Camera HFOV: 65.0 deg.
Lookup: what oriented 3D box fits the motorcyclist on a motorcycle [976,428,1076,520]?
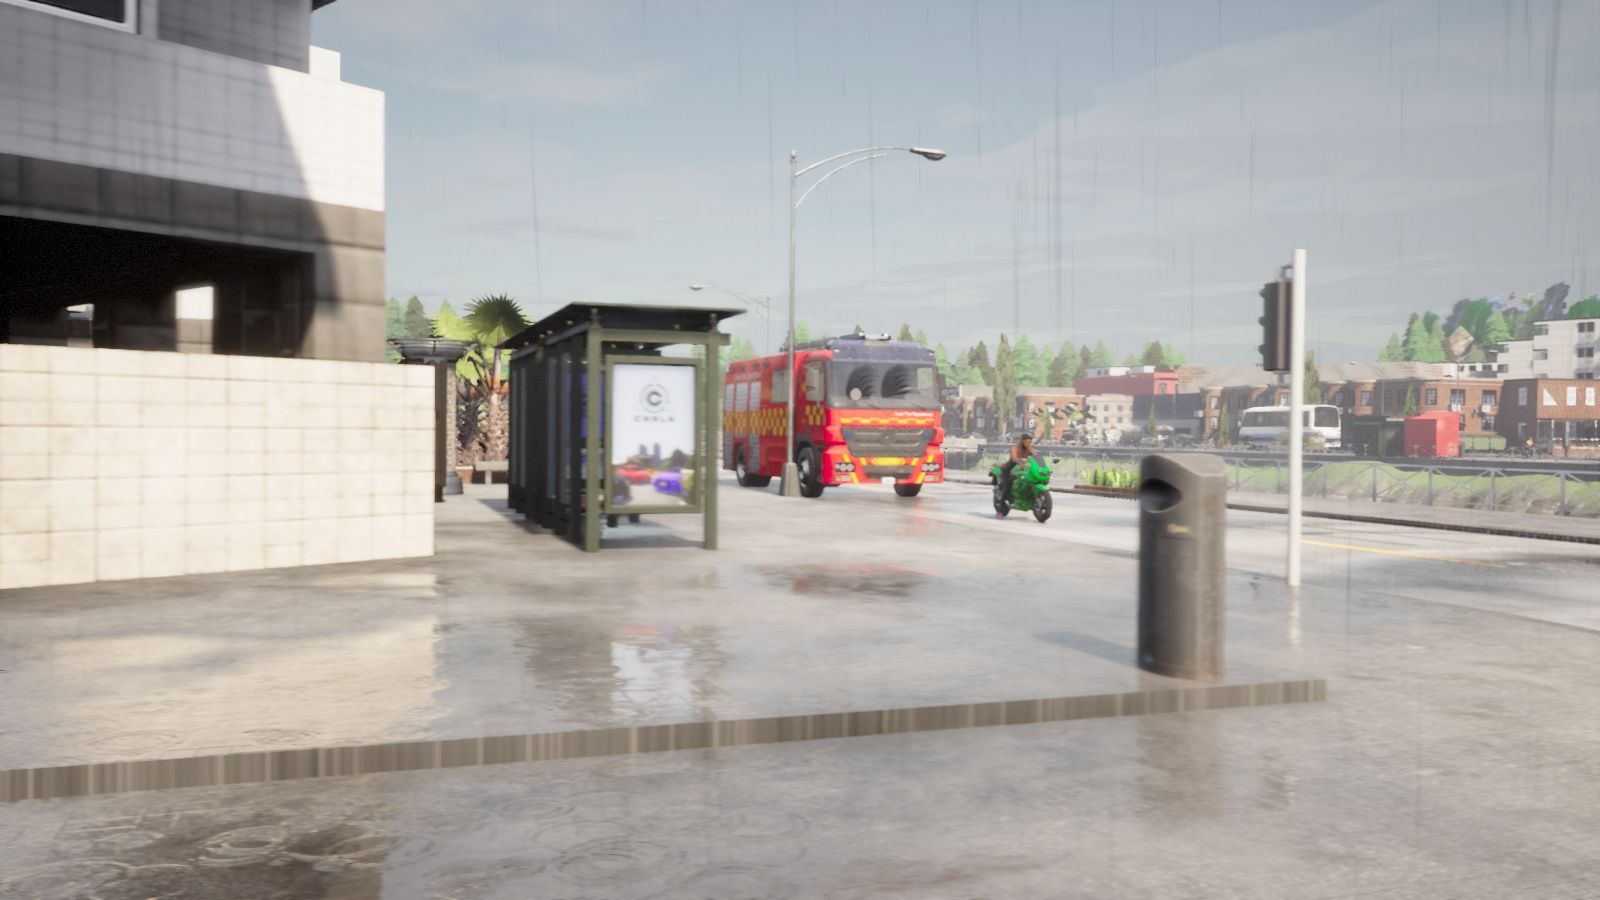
[{"bbox_3d":[3.908,0.386,21.927,0.797,1.523,2.044,-1,1,-19],"label":"motorcyclist on a motorcycle"}]

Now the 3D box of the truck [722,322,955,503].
[{"bbox_3d":[0.636,-0.876,31.163,2.891,3.827,8.468,-1,1,-19],"label":"truck"}]
